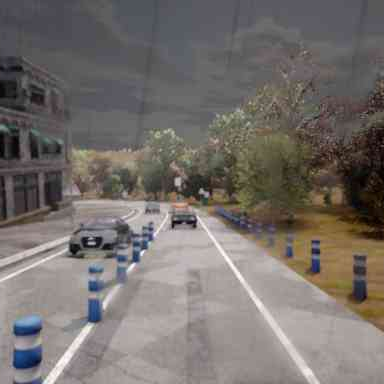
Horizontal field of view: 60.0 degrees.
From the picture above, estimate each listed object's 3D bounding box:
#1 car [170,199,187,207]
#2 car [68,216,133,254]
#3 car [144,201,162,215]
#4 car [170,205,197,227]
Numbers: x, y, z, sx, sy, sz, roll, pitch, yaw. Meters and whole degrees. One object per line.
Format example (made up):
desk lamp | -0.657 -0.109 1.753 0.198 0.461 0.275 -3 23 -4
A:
car | -1.684 1.732 42.816 2.097 1.767 4.553 0 1 -7
car | -3.760 1.749 14.279 1.994 1.385 4.181 -1 -1 -2
car | -4.805 1.922 41.066 1.837 1.490 4.892 0 0 -5
car | -0.613 1.937 25.533 1.895 1.301 4.718 0 -1 -2
